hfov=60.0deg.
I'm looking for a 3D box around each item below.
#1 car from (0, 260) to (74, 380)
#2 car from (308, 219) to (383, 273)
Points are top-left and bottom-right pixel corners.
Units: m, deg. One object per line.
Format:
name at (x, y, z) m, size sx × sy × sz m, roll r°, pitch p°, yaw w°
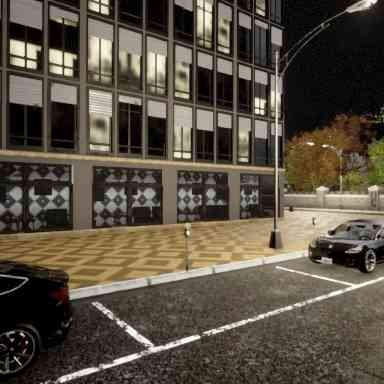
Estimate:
car at (-3.661, 1.566, 3.947) m, size 4.313 × 1.339 × 1.947 m, roll 0°, pitch 0°, yaw -36°
car at (5.569, 1.562, 10.632) m, size 4.313 × 1.339 × 1.947 m, roll 0°, pitch 0°, yaw -36°
